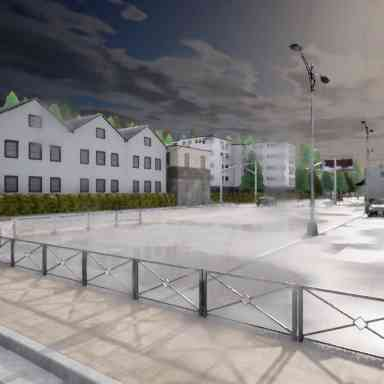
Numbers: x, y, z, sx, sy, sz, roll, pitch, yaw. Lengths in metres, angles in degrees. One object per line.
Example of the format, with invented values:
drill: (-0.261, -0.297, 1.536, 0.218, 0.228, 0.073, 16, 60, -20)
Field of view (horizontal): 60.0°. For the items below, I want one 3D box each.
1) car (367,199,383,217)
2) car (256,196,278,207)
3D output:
car: (15.421, 1.298, 26.811, 2.007, 1.523, 4.514, 0, 0, 35)
car: (10.673, 1.313, 47.132, 1.837, 1.490, 4.892, 0, 0, 32)
